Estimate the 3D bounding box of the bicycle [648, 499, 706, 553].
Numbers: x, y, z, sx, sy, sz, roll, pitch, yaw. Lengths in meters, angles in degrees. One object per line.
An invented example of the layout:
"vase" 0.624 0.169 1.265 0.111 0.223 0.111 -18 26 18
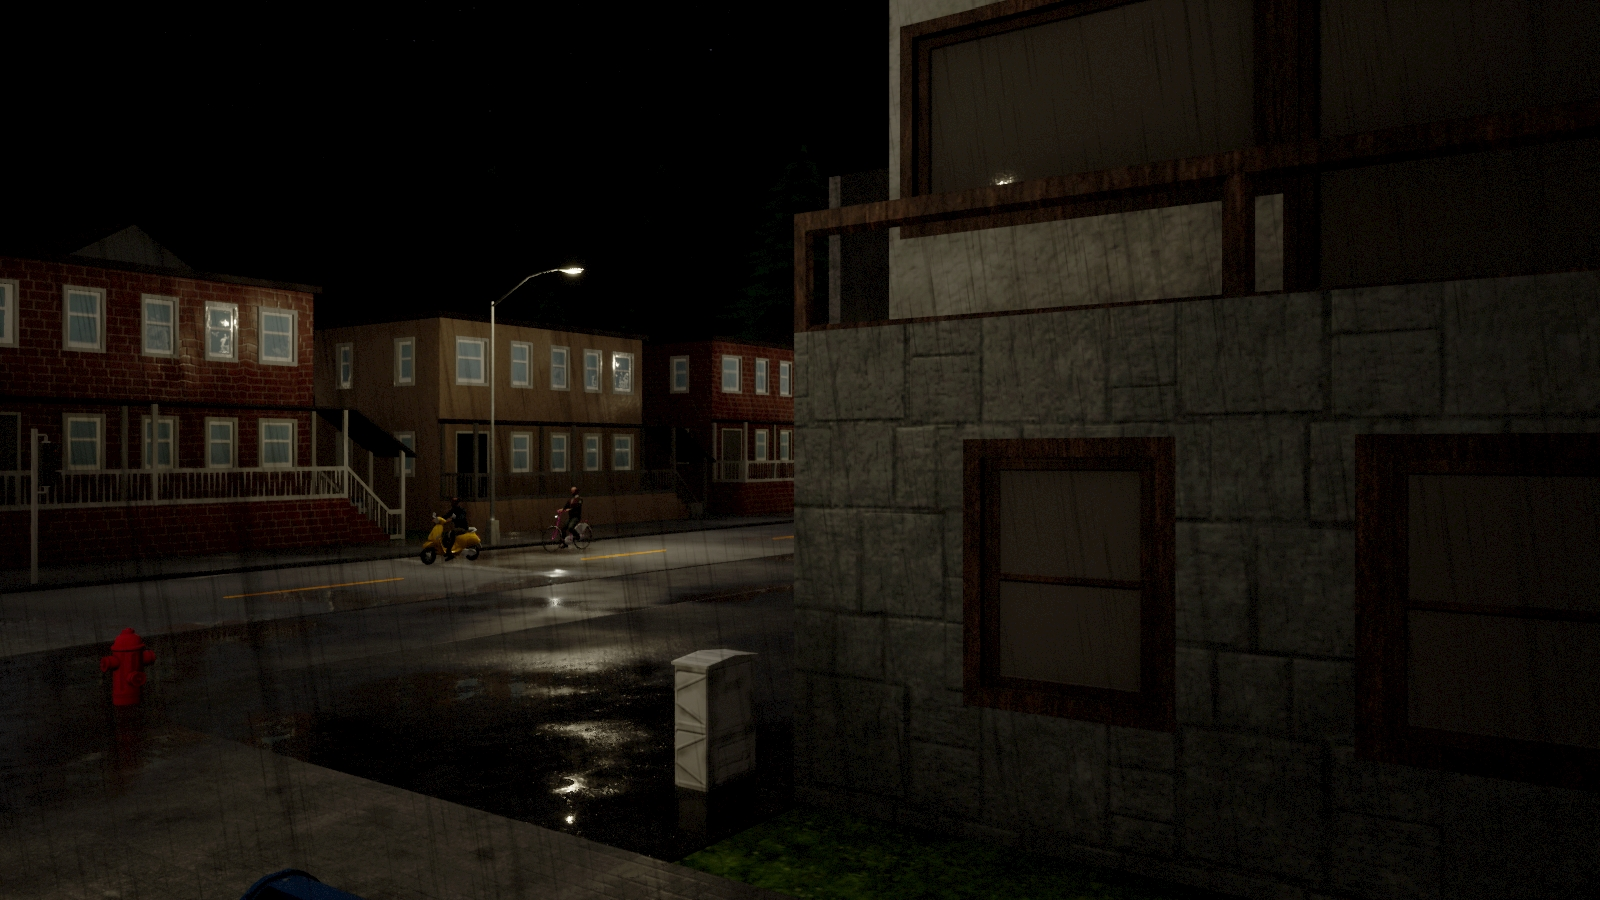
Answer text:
"bicycle" -3.119 1.932 29.174 0.329 1.271 1.835 0 0 35
